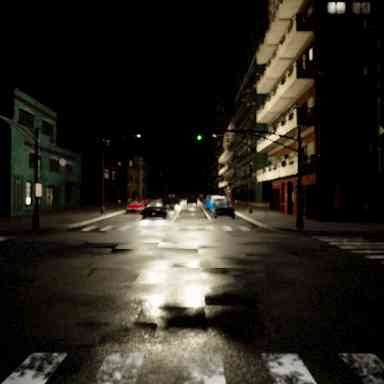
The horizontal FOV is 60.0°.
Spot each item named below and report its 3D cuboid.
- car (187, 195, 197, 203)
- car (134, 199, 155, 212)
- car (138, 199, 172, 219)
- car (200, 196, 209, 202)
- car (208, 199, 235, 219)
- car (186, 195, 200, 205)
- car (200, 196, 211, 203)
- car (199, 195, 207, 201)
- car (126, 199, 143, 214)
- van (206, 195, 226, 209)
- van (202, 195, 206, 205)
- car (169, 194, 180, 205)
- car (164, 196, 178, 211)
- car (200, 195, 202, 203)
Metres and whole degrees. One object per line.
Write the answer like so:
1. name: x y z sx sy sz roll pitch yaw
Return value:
1. car: 0.007 1.445 68.768 1.812 1.442 4.674 0 0 0
2. car: -5.674 1.542 39.986 1.887 1.381 4.507 1 0 0
3. car: -3.086 1.565 28.632 1.994 1.385 4.181 0 0 0
4. car: 2.711 1.535 73.506 1.947 1.339 4.313 1 0 0
5. car: 2.705 1.552 28.860 2.008 1.369 4.403 1 0 0
6. car: 0.007 1.463 58.345 1.882 1.535 5.008 0 0 0
7. car: 2.710 1.542 67.925 1.947 1.339 4.313 1 0 0
8. car: 2.713 1.499 84.668 1.887 1.381 4.507 1 0 0
9. car: -5.675 1.581 34.405 1.802 1.307 4.206 1 0 0
10. van: 2.709 1.340 34.439 1.690 1.788 3.998 1 0 0
11. van: 2.710 1.335 45.602 1.690 1.788 3.998 1 0 0
12. car: -3.039 1.551 56.356 1.994 1.385 4.181 0 0 1
13. car: -3.076 1.522 41.210 1.812 1.442 4.674 0 0 1
14. car: 2.709 1.512 56.932 1.752 1.417 4.829 1 0 0
